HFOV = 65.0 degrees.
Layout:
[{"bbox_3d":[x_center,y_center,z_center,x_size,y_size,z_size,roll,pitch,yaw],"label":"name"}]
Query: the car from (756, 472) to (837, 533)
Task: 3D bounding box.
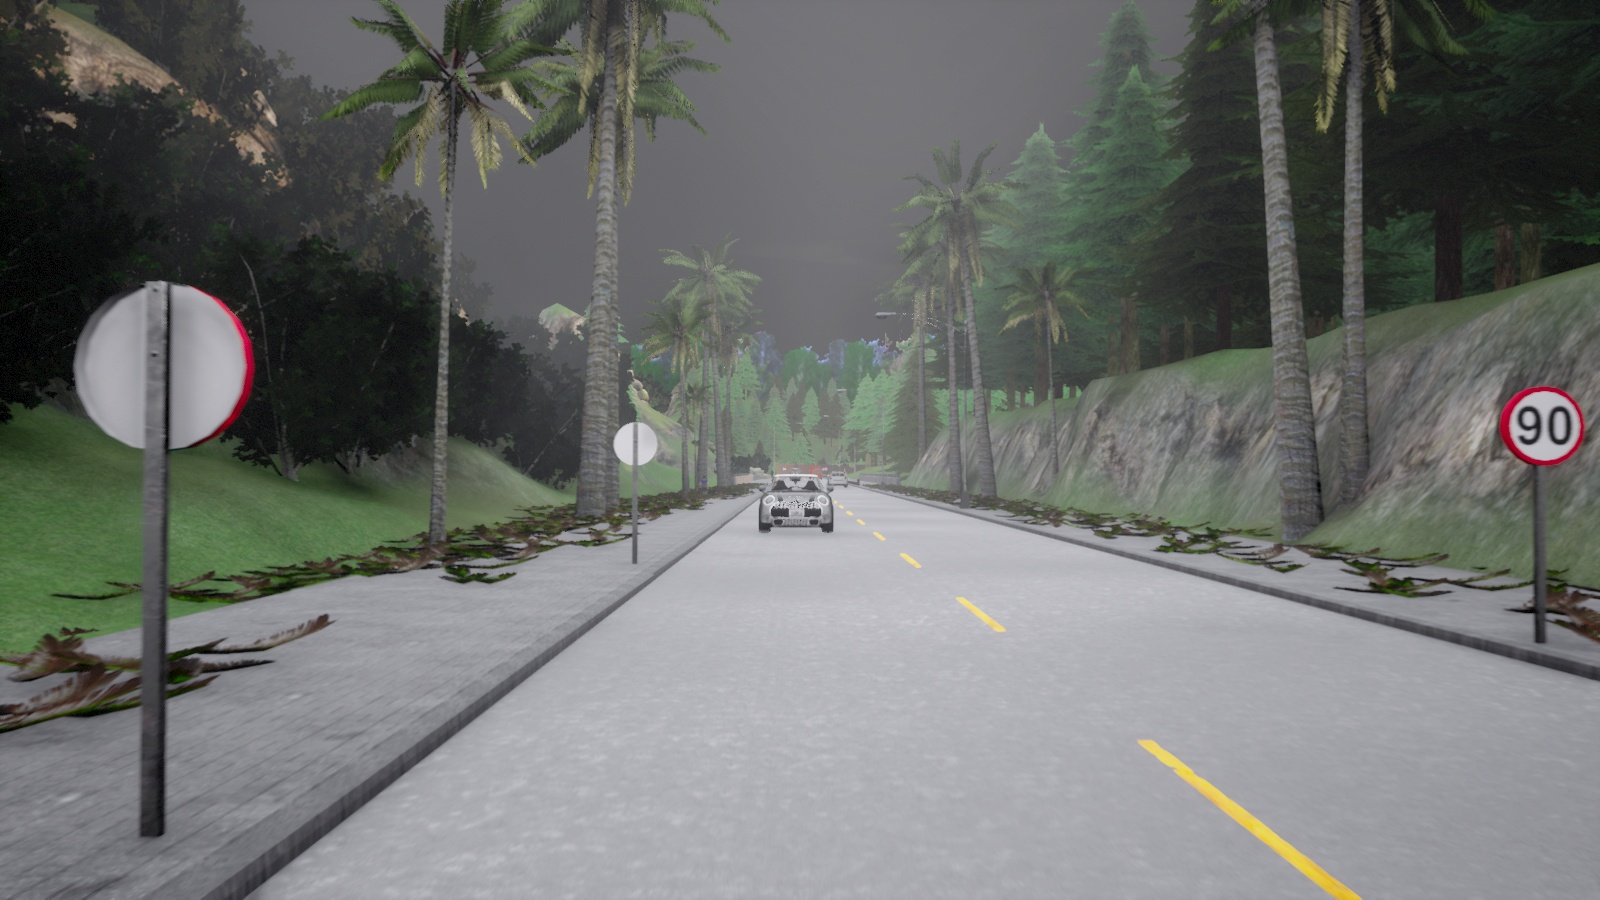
[{"bbox_3d":[-0.089,1.326,32.685,1.970,1.475,3.806,0,-1,0],"label":"car"}]
